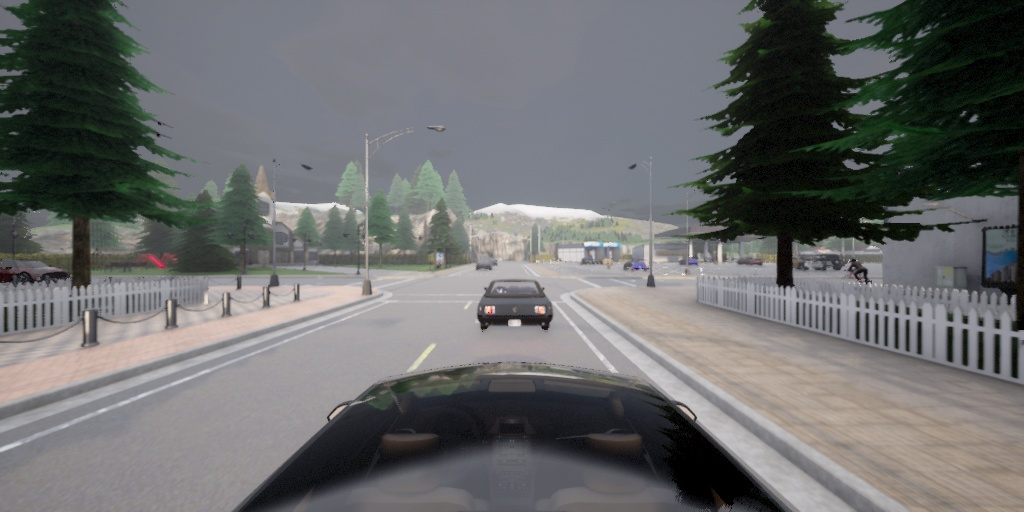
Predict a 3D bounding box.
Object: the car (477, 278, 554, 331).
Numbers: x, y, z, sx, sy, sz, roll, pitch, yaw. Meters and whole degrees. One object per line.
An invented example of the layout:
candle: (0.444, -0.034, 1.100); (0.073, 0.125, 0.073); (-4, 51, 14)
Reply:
car: (0.070, 1.323, 10.835); (1.895, 1.301, 4.718); (0, 0, 0)

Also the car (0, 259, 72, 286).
car: (-32.605, 1.019, 23.961); (4.553, 1.767, 2.097); (0, 0, 1)

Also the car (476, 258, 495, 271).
car: (-3.580, 1.093, 46.285); (1.882, 1.535, 5.008); (0, 0, 0)

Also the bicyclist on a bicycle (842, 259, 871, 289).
bicyclist on a bicycle: (18.870, 0.982, 19.659); (0.582, 1.620, 1.656); (0, 0, 1)

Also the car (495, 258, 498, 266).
car: (-3.511, 1.109, 64.330); (2.033, 1.411, 5.357); (0, 0, 0)
